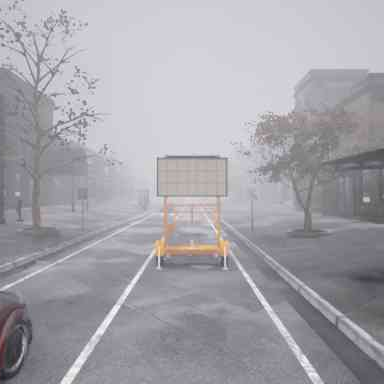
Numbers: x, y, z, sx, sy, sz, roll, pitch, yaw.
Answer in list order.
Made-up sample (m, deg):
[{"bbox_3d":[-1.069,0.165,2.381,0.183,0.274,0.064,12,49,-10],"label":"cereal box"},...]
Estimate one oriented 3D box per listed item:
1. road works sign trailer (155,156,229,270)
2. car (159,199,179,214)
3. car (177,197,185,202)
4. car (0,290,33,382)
[{"bbox_3d":[0.005,0.561,11.408,2.380,3.560,2.880,0,-1,0],"label":"road works sign trailer"},{"bbox_3d":[-3.083,1.966,42.533,2.033,1.411,5.357,0,-1,0],"label":"car"},{"bbox_3d":[-2.964,2.082,91.343,1.837,1.490,4.892,0,0,0],"label":"car"},{"bbox_3d":[-3.098,1.575,2.713,1.994,1.385,4.181,0,0,0],"label":"car"}]
